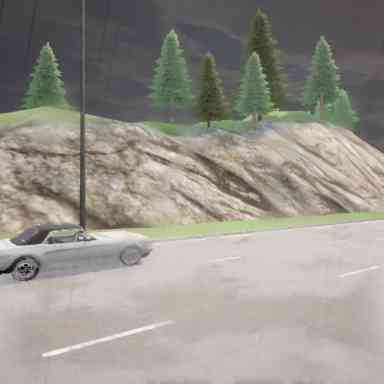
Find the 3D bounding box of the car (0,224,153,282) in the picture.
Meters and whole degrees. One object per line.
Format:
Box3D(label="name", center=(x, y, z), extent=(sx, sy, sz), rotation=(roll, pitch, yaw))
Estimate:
Box3D(label="car", center=(-3.565, 1.600, 9.799), extent=(4.718, 1.301, 1.895), rotation=(0, 0, -36))
